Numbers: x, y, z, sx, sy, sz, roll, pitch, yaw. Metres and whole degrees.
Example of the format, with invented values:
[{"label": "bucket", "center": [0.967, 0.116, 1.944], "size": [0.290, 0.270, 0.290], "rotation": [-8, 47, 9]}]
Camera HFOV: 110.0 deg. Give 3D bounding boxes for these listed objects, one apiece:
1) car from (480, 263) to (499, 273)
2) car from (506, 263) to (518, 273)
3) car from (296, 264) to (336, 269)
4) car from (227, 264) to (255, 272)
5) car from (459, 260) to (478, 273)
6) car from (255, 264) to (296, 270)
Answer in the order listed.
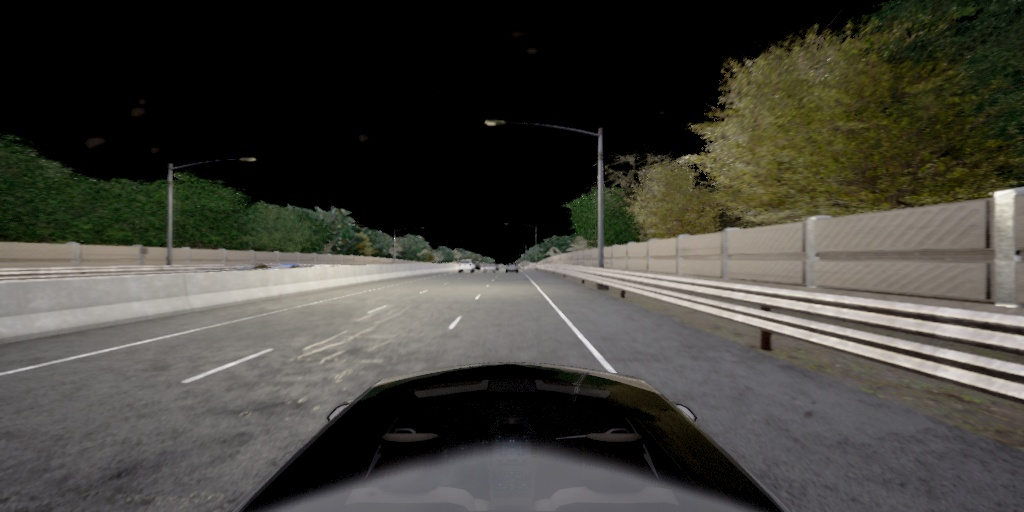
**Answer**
[{"label": "car", "center": [-3.493, 1.968, 56.385], "size": [1.895, 1.301, 4.718], "rotation": [0, -1, 0]}, {"label": "car", "center": [0.007, 1.930, 56.355], "size": [1.994, 1.385, 4.181], "rotation": [0, -1, 0]}, {"label": "car", "center": [-17.573, 1.517, 33.359], "size": [1.812, 1.442, 4.674], "rotation": [0, -1, 0]}, {"label": "car", "center": [-24.567, 1.505, 33.911], "size": [1.837, 1.490, 4.892], "rotation": [0, -1, 0]}, {"label": "car", "center": [-6.993, 1.581, 56.009], "size": [2.150, 2.045, 5.566], "rotation": [0, -1, 0]}, {"label": "car", "center": [-21.070, 1.471, 33.500], "size": [1.882, 1.535, 5.008], "rotation": [0, -1, 0]}]
